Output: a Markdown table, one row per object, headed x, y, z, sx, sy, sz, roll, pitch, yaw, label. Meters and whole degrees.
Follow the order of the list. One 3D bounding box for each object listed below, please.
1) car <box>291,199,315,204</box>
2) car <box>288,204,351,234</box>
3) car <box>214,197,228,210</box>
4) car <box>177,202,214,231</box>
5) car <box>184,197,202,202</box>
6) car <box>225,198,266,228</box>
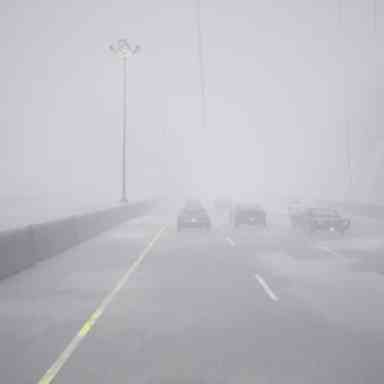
| x | y | z | sx | sy | sz | roll | pitch | yaw | label |
| --- | --- | --- | --- | --- | --- | --- | --- | --- | --- |
| 10.607 | 1.413 | 31.801 | 1.812 | 1.442 | 4.674 | 0 | 1 | 0 | car |
| 7.104 | 1.578 | 19.061 | 1.895 | 1.301 | 4.718 | 0 | 0 | 0 | car |
| 3.608 | 1.339 | 38.732 | 1.812 | 1.442 | 4.674 | 0 | 1 | 0 | car |
| 0.105 | 1.533 | 20.636 | 1.994 | 1.385 | 4.181 | 0 | 0 | 0 | car |
| 0.109 | 1.313 | 38.043 | 2.128 | 1.511 | 4.902 | 0 | 1 | 0 | car |
| 3.605 | 1.438 | 22.186 | 1.882 | 1.535 | 5.008 | 0 | 0 | 0 | car |
